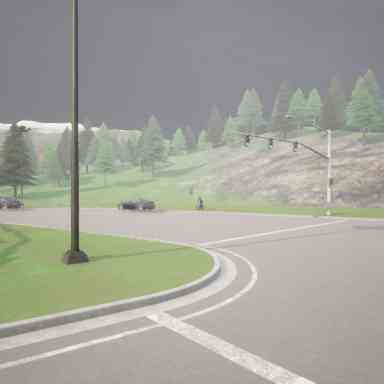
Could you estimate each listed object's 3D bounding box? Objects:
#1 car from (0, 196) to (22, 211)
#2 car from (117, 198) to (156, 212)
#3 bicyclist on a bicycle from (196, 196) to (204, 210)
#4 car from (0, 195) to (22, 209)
[{"bbox_3d":[-23.423,1.491,40.759,4.902,1.511,2.128,0,0,11],"label":"car"},{"bbox_3d":[-6.456,1.491,38.276,4.902,1.511,2.128,0,0,31],"label":"car"},{"bbox_3d":[0.929,1.302,38.432,0.582,1.620,1.656,0,0,34],"label":"bicyclist on a bicycle"},{"bbox_3d":[-25.601,1.352,44.610,4.553,1.767,2.097,0,0,9],"label":"car"}]
